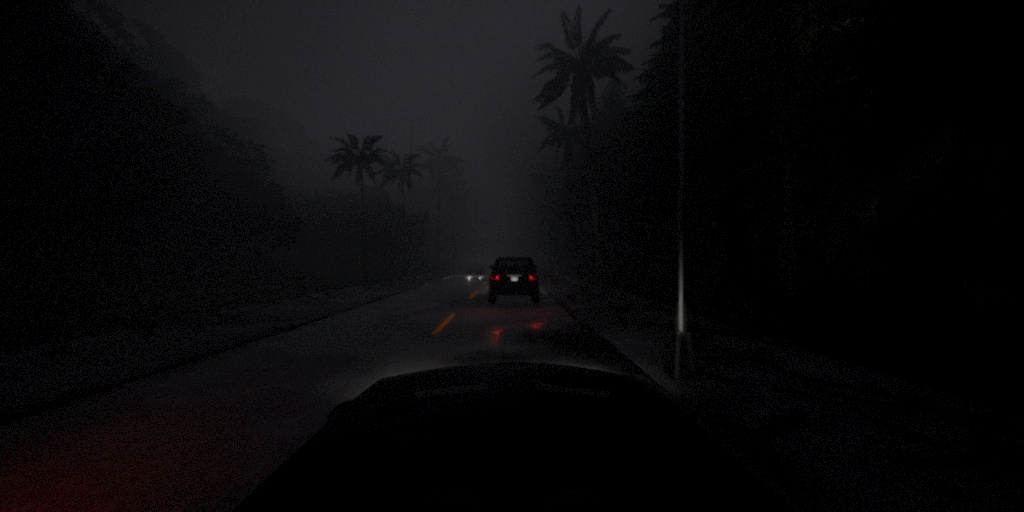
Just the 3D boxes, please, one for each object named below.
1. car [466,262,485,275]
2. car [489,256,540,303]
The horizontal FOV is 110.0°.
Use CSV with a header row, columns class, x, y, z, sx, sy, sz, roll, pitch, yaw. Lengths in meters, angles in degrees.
class,x,y,z,sx,sy,sz,roll,pitch,yaw
car,-4.130,1.435,41.507,2.033,1.411,5.357,0,0,0
car,0.095,1.026,17.178,2.150,2.045,5.566,0,0,0
